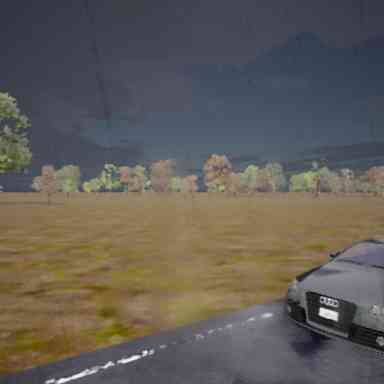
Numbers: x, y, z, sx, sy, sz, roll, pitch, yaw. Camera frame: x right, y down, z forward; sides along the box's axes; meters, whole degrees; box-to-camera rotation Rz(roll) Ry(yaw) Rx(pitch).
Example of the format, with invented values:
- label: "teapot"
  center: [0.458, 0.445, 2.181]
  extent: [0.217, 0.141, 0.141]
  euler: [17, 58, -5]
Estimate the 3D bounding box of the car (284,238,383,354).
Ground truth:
- label: "car"
  center: [3.584, 1.576, 5.942]
  extent: [4.181, 1.385, 1.994]
  euler: [0, 0, -36]
